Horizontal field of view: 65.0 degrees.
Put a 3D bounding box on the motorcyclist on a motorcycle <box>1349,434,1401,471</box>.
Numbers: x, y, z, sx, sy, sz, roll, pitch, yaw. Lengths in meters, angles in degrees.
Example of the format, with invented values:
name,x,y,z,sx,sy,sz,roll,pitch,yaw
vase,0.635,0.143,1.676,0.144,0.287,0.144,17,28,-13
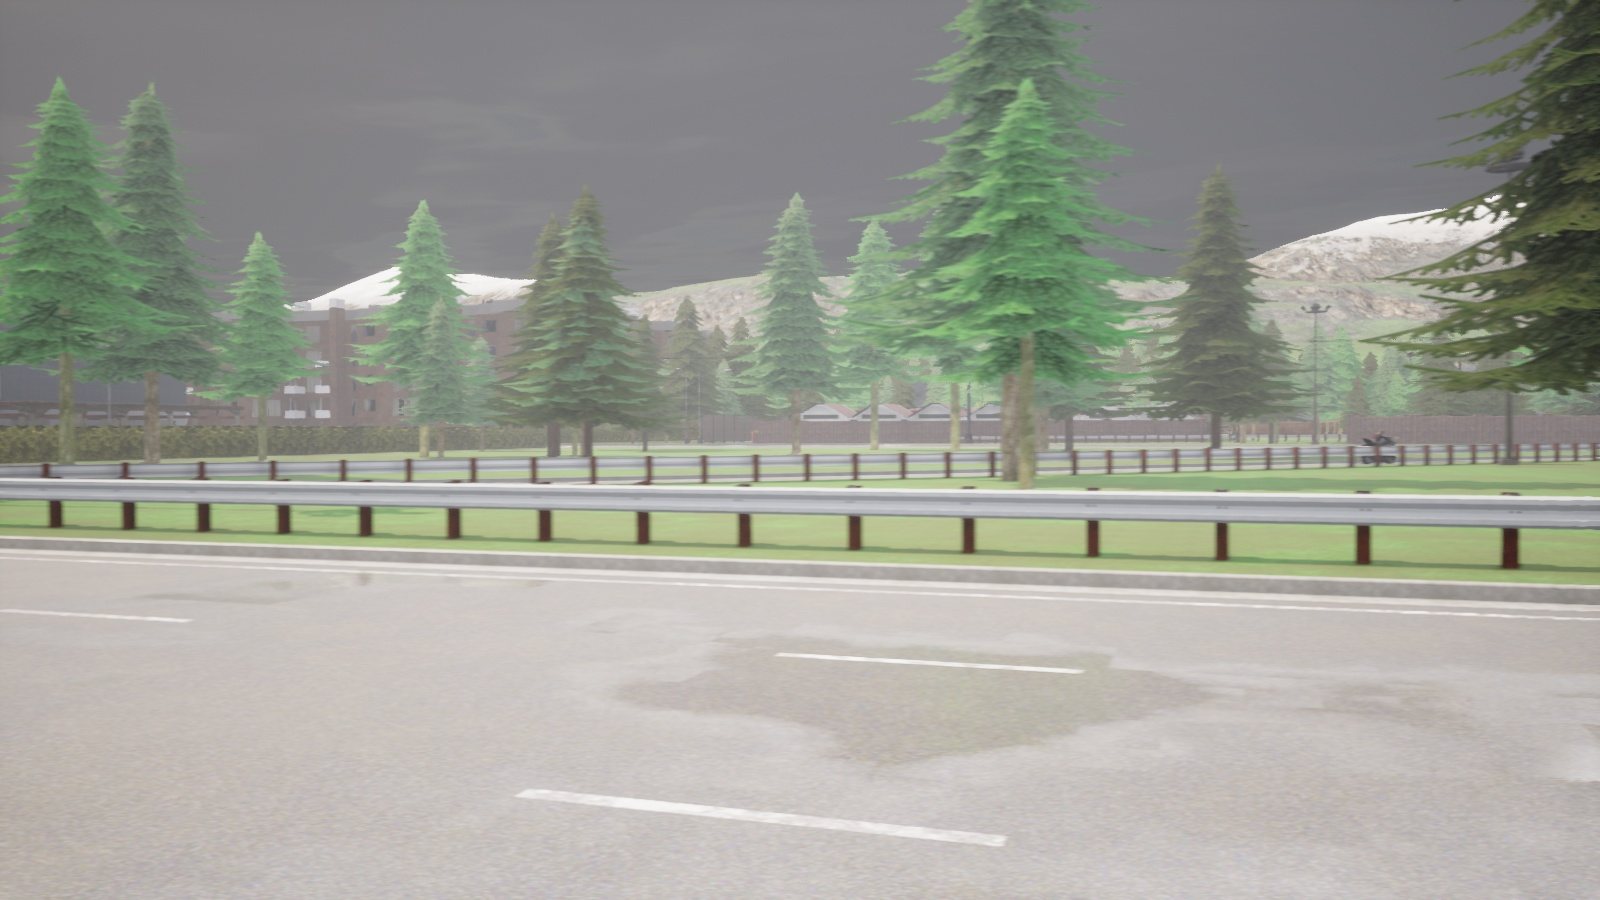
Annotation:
name,x,y,z,sx,sy,sz,roll,pitch,yaw
motorcyclist on a motorcycle,24.158,0.107,52.783,2.191,1.530,0.866,0,1,-30
